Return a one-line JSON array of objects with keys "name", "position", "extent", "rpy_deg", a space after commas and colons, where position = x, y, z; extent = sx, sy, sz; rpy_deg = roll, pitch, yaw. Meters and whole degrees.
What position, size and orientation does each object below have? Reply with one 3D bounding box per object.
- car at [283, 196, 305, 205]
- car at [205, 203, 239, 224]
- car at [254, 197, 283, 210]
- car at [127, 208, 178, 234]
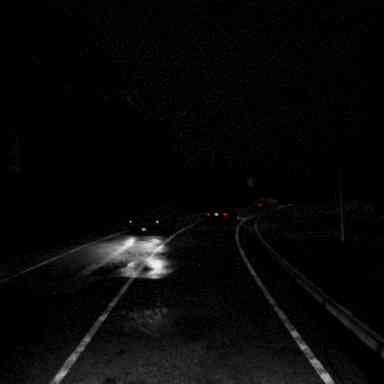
[{"name": "car", "position": [17.196, 1.420, 56.364], "extent": [4.718, 1.301, 1.895], "rpy_deg": [-2, -3, -43]}, {"name": "car", "position": [2.241, 1.524, 24.399], "extent": [2.033, 1.411, 5.357], "rpy_deg": [-1, 0, 14]}, {"name": "car", "position": [9.181, 1.336, 40.940], "extent": [1.882, 1.535, 5.008], "rpy_deg": [-4, -1, 30]}, {"name": "car", "position": [-2.200, 1.646, 19.568], "extent": [1.895, 1.301, 4.718], "rpy_deg": [-1, 0, 9]}]
